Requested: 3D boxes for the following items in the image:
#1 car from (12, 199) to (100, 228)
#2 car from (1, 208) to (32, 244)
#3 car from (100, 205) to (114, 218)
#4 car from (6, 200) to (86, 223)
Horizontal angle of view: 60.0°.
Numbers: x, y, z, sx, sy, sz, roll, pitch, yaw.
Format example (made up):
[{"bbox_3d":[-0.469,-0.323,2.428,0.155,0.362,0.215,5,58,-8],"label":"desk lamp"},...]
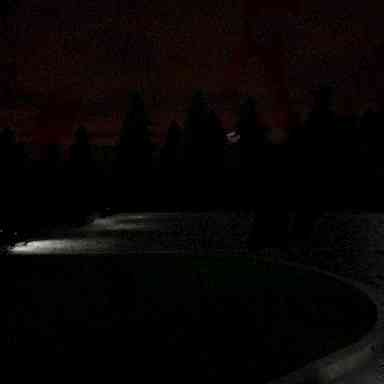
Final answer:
[{"bbox_3d":[-8.559,1.375,20.381,5.008,1.535,1.882,0,0,-3],"label":"car"},{"bbox_3d":[-9.117,1.508,13.338,4.181,1.385,1.994,0,0,-3],"label":"car"},{"bbox_3d":[-8.954,1.333,27.369,5.008,1.535,1.882,0,0,-3],"label":"car"},{"bbox_3d":[-10.289,1.387,23.786,4.892,1.490,1.837,0,0,-3],"label":"car"}]
